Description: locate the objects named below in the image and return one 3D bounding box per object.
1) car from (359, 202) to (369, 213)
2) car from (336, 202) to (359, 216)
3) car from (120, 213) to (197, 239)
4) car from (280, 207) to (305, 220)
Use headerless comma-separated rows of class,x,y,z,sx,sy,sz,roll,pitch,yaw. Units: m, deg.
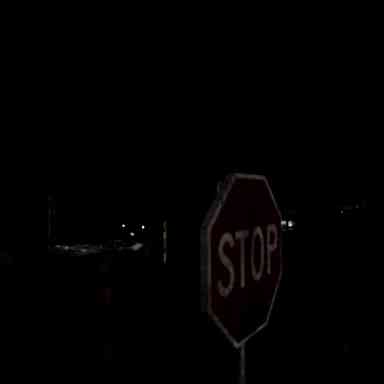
car,26.191,2.343,51.927,2.097,1.767,4.553,-1,-1,38
car,20.378,2.351,44.047,1.812,1.442,4.674,-1,-1,36
car,-1.784,1.904,18.969,1.895,1.301,4.718,-1,-1,36
car,10.386,2.244,35.446,1.895,1.301,4.718,-1,-1,37
